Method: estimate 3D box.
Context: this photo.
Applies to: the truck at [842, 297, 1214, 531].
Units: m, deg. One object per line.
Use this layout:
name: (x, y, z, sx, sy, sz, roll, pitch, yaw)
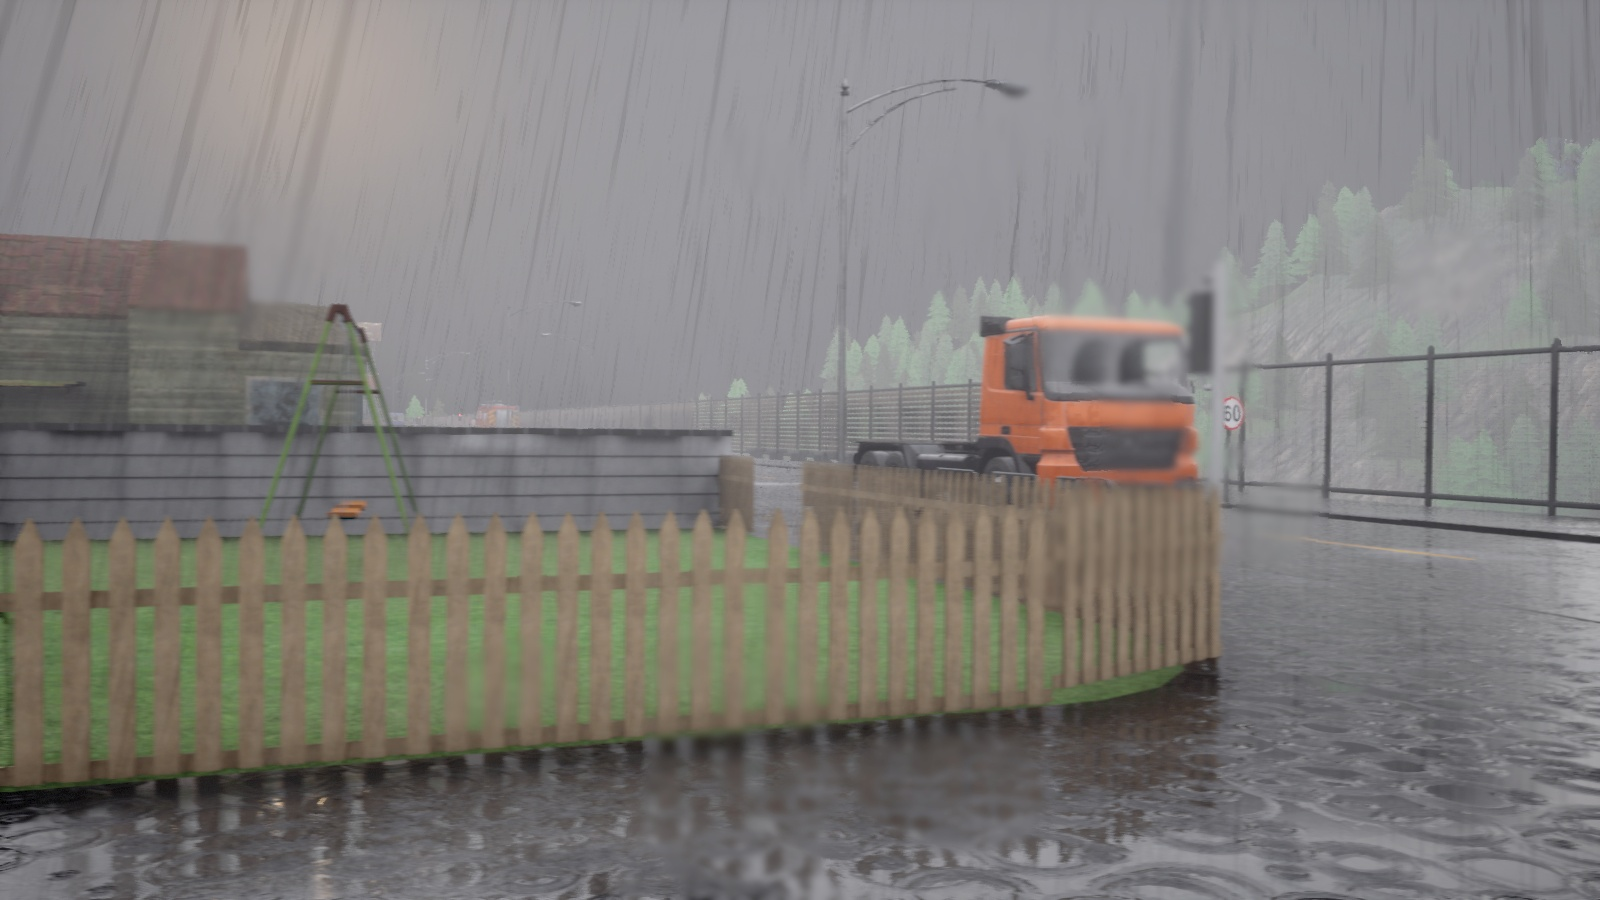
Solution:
truck: (3.662, -0.596, 22.775, 2.891, 3.462, 7.936, -1, 1, -21)
